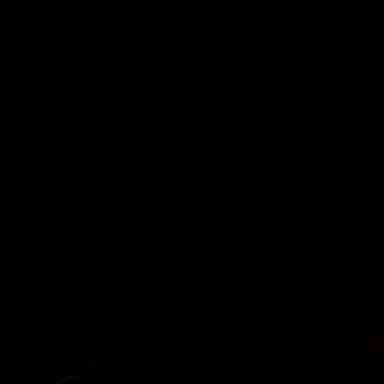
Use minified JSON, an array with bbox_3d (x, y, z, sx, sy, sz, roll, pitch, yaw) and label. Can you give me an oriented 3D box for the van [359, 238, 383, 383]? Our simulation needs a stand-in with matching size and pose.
[{"bbox_3d":[3.147,1.254,3.660,1.878,1.987,4.442,0,0,35],"label":"van"}]
